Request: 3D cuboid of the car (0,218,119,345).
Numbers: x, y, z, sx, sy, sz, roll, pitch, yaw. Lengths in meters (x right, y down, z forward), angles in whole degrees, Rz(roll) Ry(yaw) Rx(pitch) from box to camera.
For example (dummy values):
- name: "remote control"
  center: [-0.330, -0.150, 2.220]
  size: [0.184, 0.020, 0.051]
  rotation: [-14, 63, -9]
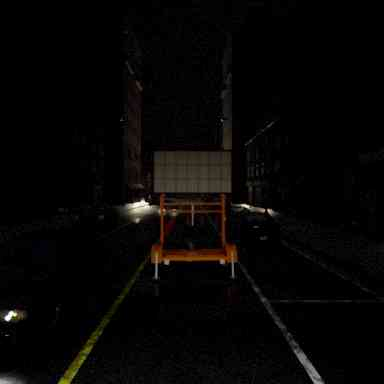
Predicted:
- name: "car"
  center: [-3.106, 1.545, 6.950]
  size: [2.033, 1.411, 5.357]
  rotation: [0, 0, 0]

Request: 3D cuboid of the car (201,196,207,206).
- name: "car"
  center: [2.706, 1.579, 53.469]
  size: [1.947, 1.339, 4.313]
  rotation: [-1, 0, 0]

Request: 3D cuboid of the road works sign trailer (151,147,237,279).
- name: "road works sign trailer"
  center: [0.016, 0.462, 10.033]
  size: [2.380, 3.560, 2.880]
  rotation: [0, 0, -3]

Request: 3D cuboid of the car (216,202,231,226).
- name: "car"
  center: [2.734, 1.543, 20.438]
  size: [1.887, 1.381, 4.507]
  rotation: [-1, 0, 0]

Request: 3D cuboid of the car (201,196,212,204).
- name: "car"
  center: [2.697, 1.566, 64.479]
  size: [1.887, 1.381, 4.507]
  rotation: [-1, 0, 0]

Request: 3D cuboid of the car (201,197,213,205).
- name: "car"
  center: [2.701, 1.561, 58.974]
  size: [1.887, 1.381, 4.507]
  rotation: [-1, 0, 0]

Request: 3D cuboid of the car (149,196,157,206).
- name: "car"
  center: [-5.820, 1.453, 53.462]
  size: [1.967, 1.590, 4.097]
  rotation: [-1, 0, 0]

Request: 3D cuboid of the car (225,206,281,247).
- name: "car"
  center: [2.739, 1.548, 14.933]
  size: [2.008, 1.369, 4.403]
  rotation: [-1, 0, 0]

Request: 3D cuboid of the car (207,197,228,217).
- name: "car"
  center: [2.723, 1.441, 31.449]
  size: [1.967, 1.590, 4.097]
  rotation: [-1, 0, 0]

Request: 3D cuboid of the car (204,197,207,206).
- name: "car"
  center: [2.720, 1.548, 36.954]
  size: [1.887, 1.381, 4.507]
  rotation: [-1, 0, 0]

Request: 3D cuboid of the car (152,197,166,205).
- name: "car"
  center: [-5.824, 1.582, 58.967]
  size: [1.947, 1.339, 4.313]
  rotation: [-1, 0, 0]

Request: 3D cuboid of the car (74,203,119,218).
- name: "car"
  center: [-5.792, 1.438, 20.431]
  size: [1.967, 1.590, 4.097]
  rotation: [-1, 0, 0]

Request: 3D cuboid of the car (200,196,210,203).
- name: "car"
  center: [2.692, 1.570, 69.985]
  size: [1.887, 1.381, 4.507]
  rotation: [-1, 0, 0]

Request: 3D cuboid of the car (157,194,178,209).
- name: "car"
  center: [-3.138, 1.229, 45.529]
  size: [2.150, 2.045, 5.566]
  rotation: [0, 0, 0]
